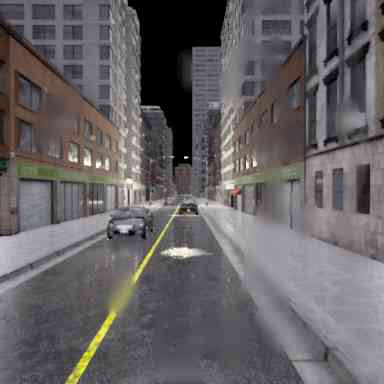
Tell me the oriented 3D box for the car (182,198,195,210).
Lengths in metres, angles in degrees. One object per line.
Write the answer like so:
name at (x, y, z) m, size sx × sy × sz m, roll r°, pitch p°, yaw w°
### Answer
car at (-0.496, 1.566, 46.141) m, size 1.837 × 1.490 × 4.892 m, roll 0°, pitch 0°, yaw -1°

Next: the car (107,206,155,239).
car at (-3.063, 1.506, 17.393) m, size 2.128 × 1.511 × 4.902 m, roll 0°, pitch 0°, yaw 0°

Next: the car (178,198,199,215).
car at (-0.349, 1.542, 34.620) m, size 1.837 × 1.490 × 4.892 m, roll 0°, pitch 0°, yaw -1°

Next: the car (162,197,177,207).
car at (-3.501, 1.581, 52.442) m, size 1.837 × 1.490 × 4.892 m, roll 0°, pitch 0°, yaw -1°
